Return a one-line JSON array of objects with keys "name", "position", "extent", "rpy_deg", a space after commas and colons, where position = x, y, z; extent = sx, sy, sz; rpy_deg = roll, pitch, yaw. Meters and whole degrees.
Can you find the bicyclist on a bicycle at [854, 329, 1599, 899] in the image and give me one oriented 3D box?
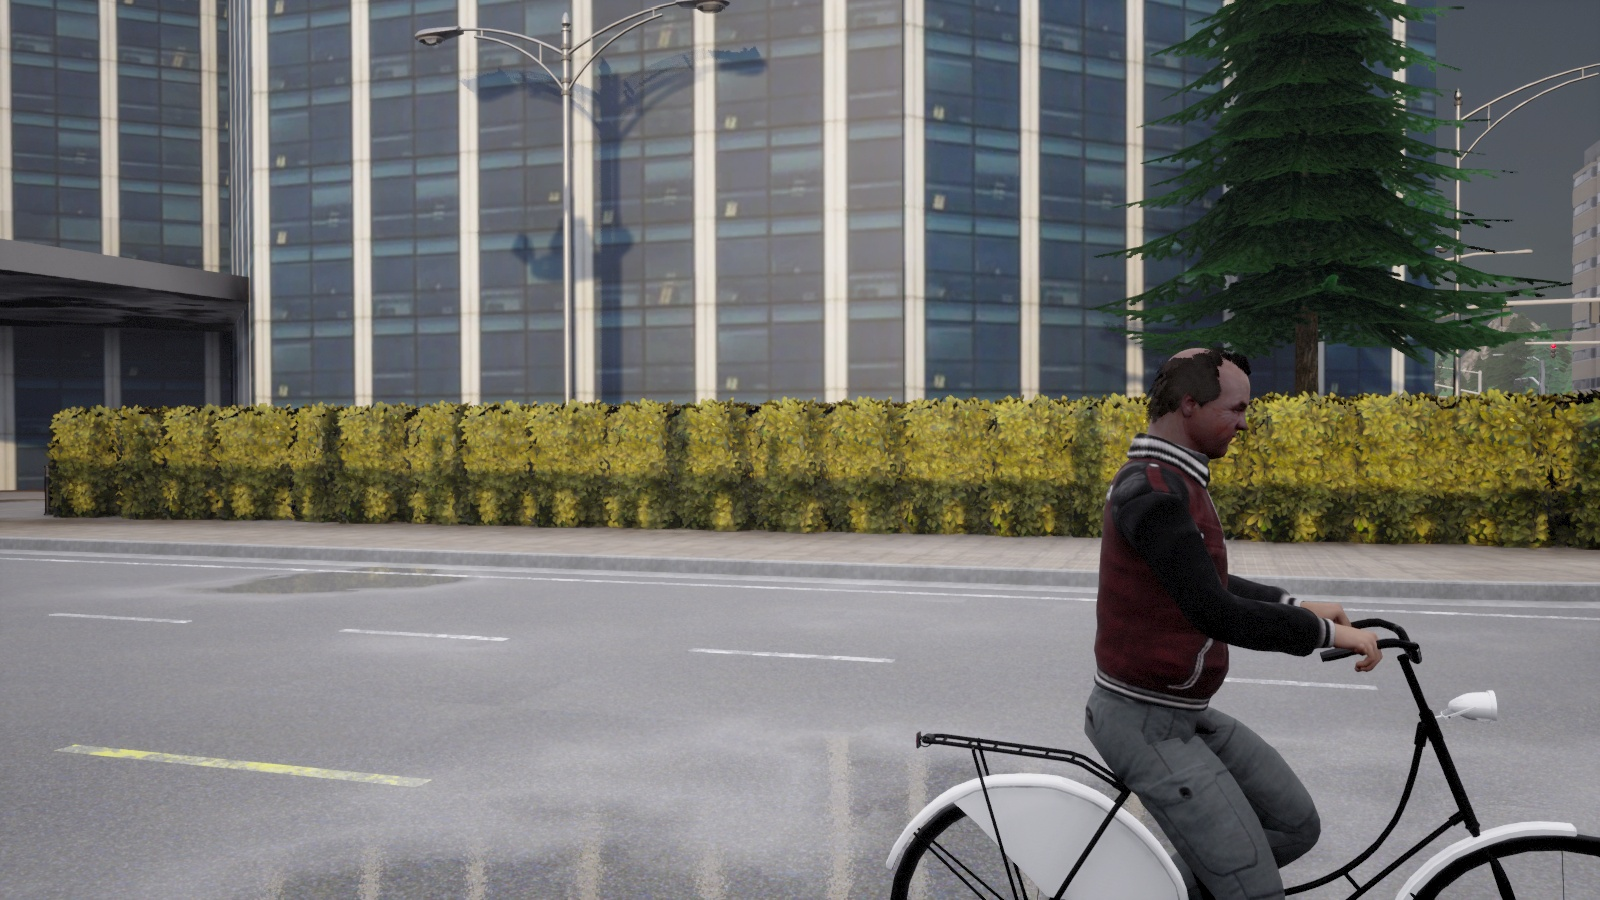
[{"name": "bicyclist on a bicycle", "position": [1.099, 0.656, 2.832], "extent": [1.843, 1.776, 0.659], "rpy_deg": [0, 1, 18]}]
